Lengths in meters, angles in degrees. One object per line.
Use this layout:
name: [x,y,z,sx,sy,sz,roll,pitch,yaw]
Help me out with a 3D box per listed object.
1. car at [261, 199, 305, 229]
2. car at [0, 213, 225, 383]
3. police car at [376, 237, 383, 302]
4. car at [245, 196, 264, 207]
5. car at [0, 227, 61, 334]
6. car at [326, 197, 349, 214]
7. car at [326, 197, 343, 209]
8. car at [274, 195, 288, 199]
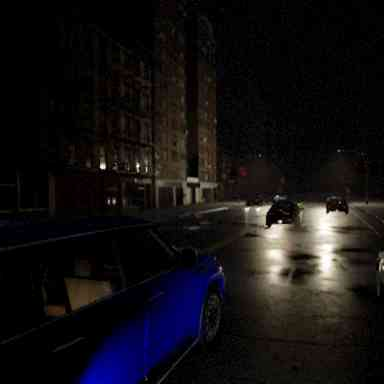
car: [5.847,1.379,20.781,1.837,1.490,4.892,0,0,22]
car: [-1.351,1.225,3.491,2.150,2.045,5.566,0,0,22]
police car: [4.030,1.370,4.963,1.930,1.638,5.238,0,0,22]
car: [8.575,1.273,45.219,1.837,1.490,4.892,0,0,22]
car: [-4.473,1.519,4.600,2.128,1.511,4.902,0,0,22]
car: [13.684,1.364,31.478,1.895,1.301,4.718,0,0,22]
car: [17.739,1.291,41.506,1.895,1.301,4.718,0,0,23]
car: [11.955,1.227,44.901,2.128,1.511,4.902,0,0,22]
